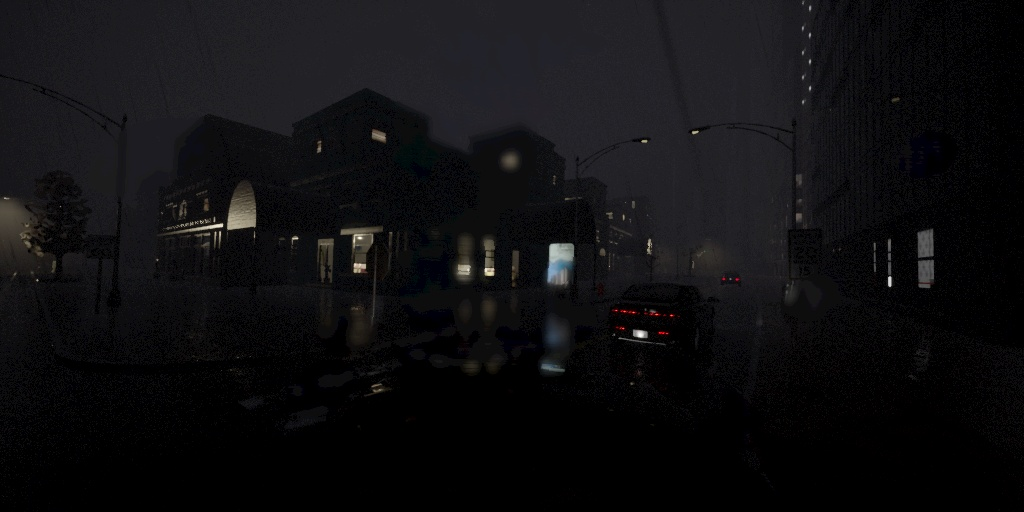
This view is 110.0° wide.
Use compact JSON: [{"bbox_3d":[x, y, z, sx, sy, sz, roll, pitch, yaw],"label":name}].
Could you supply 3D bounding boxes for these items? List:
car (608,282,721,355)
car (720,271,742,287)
[{"bbox_3d":[4.068,1.431,9.392,1.837,1.490,4.892,0,-2,36],"label":"car"},{"bbox_3d":[23.097,2.419,37.822,2.033,1.411,5.357,0,-1,32],"label":"car"}]
